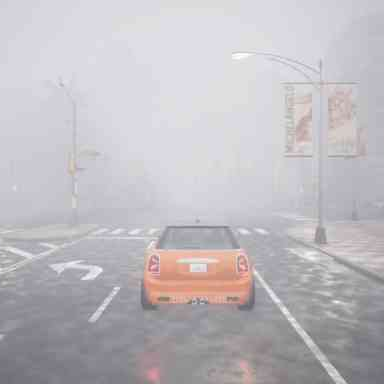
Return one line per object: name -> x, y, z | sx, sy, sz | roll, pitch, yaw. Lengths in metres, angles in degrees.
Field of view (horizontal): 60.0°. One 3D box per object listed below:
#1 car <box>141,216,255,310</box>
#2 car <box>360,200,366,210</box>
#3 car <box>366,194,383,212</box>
car -> 0.111, 1.352, 7.957 | 2.097, 1.767, 4.553 | 0, 0, 0
car -> 23.205, 1.221, 39.735 | 5.566, 2.045, 2.150 | 0, 0, 1
car -> 22.078, 1.352, 36.239 | 4.553, 1.767, 2.097 | 0, 0, 1
